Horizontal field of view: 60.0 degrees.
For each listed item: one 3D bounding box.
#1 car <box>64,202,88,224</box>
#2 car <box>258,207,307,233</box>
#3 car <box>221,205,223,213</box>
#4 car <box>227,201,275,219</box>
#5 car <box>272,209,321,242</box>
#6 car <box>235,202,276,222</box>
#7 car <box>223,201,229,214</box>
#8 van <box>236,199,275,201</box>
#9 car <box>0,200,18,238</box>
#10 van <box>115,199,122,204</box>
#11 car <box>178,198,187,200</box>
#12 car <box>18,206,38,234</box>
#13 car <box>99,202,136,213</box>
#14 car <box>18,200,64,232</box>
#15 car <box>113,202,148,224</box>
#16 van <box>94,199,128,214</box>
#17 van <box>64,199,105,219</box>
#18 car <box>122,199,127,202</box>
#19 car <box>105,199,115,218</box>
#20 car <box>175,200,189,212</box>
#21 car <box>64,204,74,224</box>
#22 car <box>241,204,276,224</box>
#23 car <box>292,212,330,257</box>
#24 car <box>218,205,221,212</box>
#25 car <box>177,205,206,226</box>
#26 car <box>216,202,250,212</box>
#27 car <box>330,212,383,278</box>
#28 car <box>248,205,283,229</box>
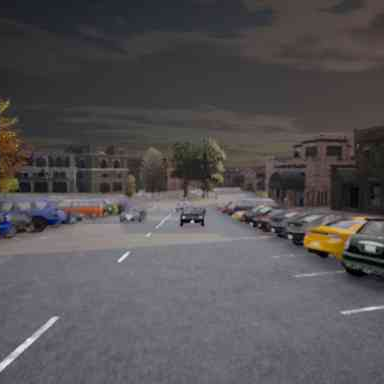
[{"bbox_3d":[-11.320,1.894,27.324,4.892,1.521,2.231,-1,-1,-19],"label":"car"},{"bbox_3d":[6.377,1.705,17.723,4.892,1.521,2.231,1,-1,-20],"label":"car"},{"bbox_3d":[6.202,1.893,38.289,4.553,1.767,2.185,1,-1,-20],"label":"car"},{"bbox_3d":[6.136,1.878,29.400,5.366,1.575,1.946,1,-1,-20],"label":"car"},{"bbox_3d":[6.385,1.661,14.791,4.892,1.521,2.231,1,-1,-20],"label":"car"},{"bbox_3d":[6.340,1.839,26.530,5.008,1.535,2.097,1,-1,-20],"label":"car"},{"bbox_3d":[6.267,1.974,35.344,5.008,1.535,2.097,1,-1,-20],"label":"car"},{"bbox_3d":[6.399,1.705,32.447,4.442,1.987,1.878,1,-1,-20],"label":"van"},{"bbox_3d":[-11.444,1.453,15.276,5.566,2.045,2.435,0,-1,-20],"label":"car"},{"bbox_3d":[-10.960,1.854,39.381,4.442,1.987,1.878,-1,-1,-19],"label":"van"},{"bbox_3d":[-1.752,2.085,61.889,2.150,2.045,5.566,0,0,-1],"label":"car"},{"bbox_3d":[-11.407,1.752,18.287,4.892,1.521,2.231,0,-1,-20],"label":"car"},{"bbox_3d":[-10.854,2.221,48.329,5.008,1.535,2.097,-1,-1,-19],"label":"car"},{"bbox_3d":[-11.418,1.547,21.294,5.566,2.045,2.435,-1,-1,-19],"label":"car"},{"bbox_3d":[-5.091,1.912,29.404,2.128,1.511,4.902,0,-1,0],"label":"car"},{"bbox_3d":[-11.041,1.950,45.296,4.442,1.987,1.878,-1,-1,-19],"label":"van"},{"bbox_3d":[-11.312,1.762,33.294,4.442,1.987,1.878,-1,-1,-19],"label":"van"},{"bbox_3d":[-10.974,1.876,42.352,5.566,2.045,2.435,-1,-1,-19],"label":"car"},{"bbox_3d":[-11.106,1.908,36.345,4.553,1.767,2.185,-1,-1,-19],"label":"car"},{"bbox_3d":[-1.596,2.311,51.731,2.033,1.411,5.357,0,-1,-1],"label":"car"},{"bbox_3d":[-11.380,1.875,24.304,4.792,1.488,2.163,0,-1,-19],"label":"car"},{"bbox_3d":[6.322,1.823,23.584,4.792,1.488,2.163,1,-1,-20],"label":"car"},{"bbox_3d":[6.397,1.614,11.854,5.008,1.535,2.097,1,-1,-20],"label":"car"},{"bbox_3d":[6.227,2.094,41.256,4.792,1.488,2.163,1,-1,-21],"label":"car"},{"bbox_3d":[0.009,1.981,27.058,1.895,1.301,4.718,0,-1,0],"label":"car"},{"bbox_3d":[6.100,2.240,50.092,4.674,1.452,2.002,1,-1,-21],"label":"car"},{"bbox_3d":[6.381,1.446,8.915,4.553,1.767,2.185,1,-1,-20],"label":"car"},{"bbox_3d":[6.375,1.749,20.658,5.008,1.535,2.097,1,-1,-20],"label":"car"}]
